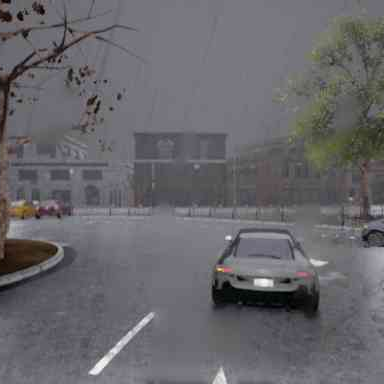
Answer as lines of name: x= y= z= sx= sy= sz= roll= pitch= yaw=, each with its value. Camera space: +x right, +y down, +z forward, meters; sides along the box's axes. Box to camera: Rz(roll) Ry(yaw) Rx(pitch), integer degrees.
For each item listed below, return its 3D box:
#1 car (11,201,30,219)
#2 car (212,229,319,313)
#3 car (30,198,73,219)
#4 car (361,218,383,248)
car: x=-15.360 y=1.556 z=29.901 sx=2.097 sy=1.535 sz=5.008 roll=-1 pitch=0 yaw=-3
car: x=1.676 y=1.538 z=7.745 sx=1.994 sy=1.385 sz=4.181 roll=0 pitch=0 yaw=12
car: x=-12.330 y=1.380 z=30.051 sx=2.185 sy=1.767 sz=4.553 roll=-1 pitch=0 yaw=-3
car: x=8.915 y=1.521 z=12.934 sx=4.181 sy=1.385 sz=1.994 roll=0 pitch=0 yaw=36
